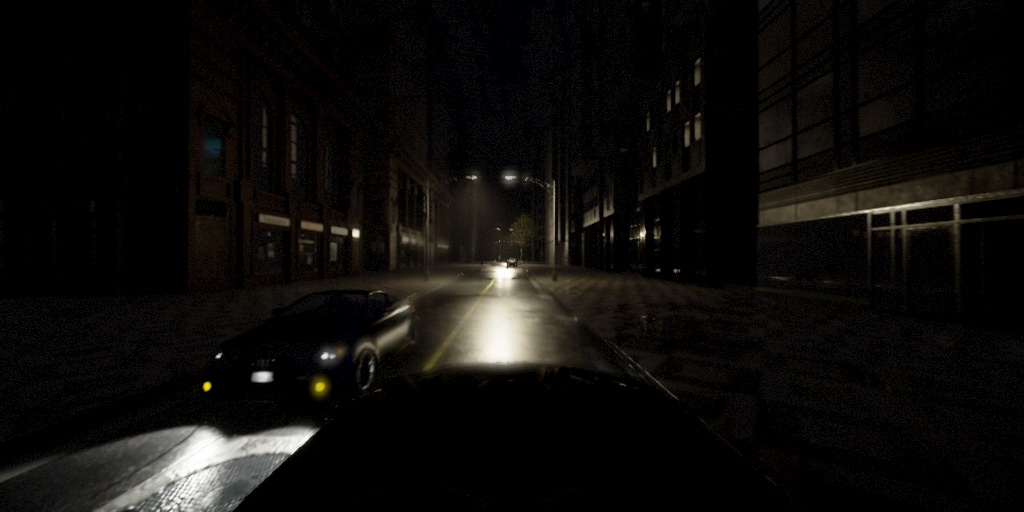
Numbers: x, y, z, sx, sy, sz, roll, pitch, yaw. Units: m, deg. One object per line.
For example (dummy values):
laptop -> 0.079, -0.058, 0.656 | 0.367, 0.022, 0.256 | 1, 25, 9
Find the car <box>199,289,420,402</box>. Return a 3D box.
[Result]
car -> -3.077, 1.314, 6.438 | 1.994, 1.385, 4.181 | 0, 0, 1

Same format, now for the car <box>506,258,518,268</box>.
car -> -0.003, 1.385, 61.831 | 1.895, 1.301, 4.718 | 0, 0, 0
